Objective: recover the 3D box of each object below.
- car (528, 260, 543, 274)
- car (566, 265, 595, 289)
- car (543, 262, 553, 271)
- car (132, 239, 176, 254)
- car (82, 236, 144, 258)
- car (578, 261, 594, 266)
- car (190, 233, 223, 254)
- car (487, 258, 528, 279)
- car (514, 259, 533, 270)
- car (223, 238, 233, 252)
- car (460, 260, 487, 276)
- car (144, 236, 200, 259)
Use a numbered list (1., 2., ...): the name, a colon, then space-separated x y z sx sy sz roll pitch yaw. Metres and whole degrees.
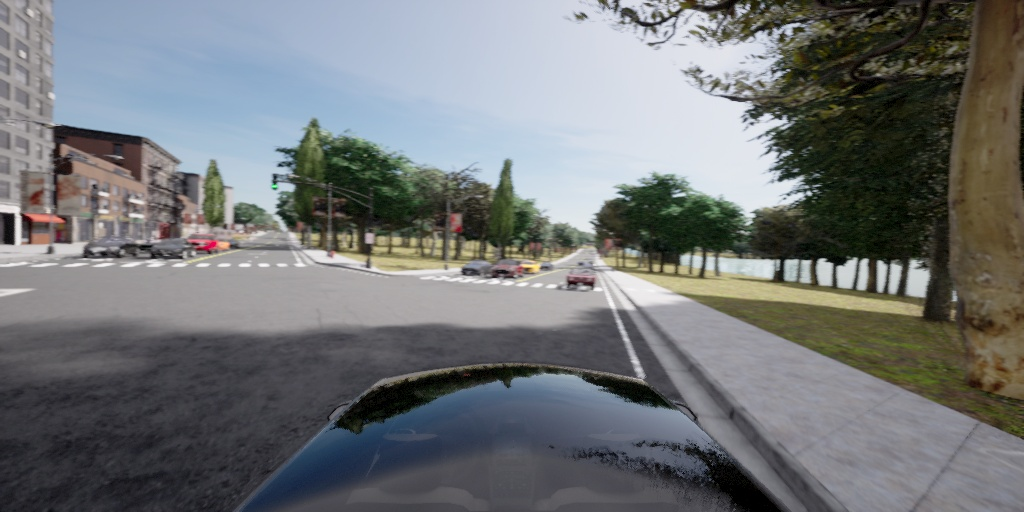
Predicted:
1. car: 1.991 1.297 42.185 1.882 1.535 5.008 3 0 13
2. car: 4.964 1.559 25.547 1.895 1.301 4.718 3 0 13
3. car: 5.611 1.627 58.091 2.033 1.411 5.357 3 0 13
4. car: -33.631 -0.918 33.796 1.895 1.301 4.718 1 2 -32
5. car: -28.485 -0.643 25.630 2.128 1.511 4.902 1 2 -32
6. car: 12.343 1.973 58.415 2.033 1.411 5.357 3 0 13
7. car: -31.235 -1.260 36.116 2.150 2.045 5.566 1 1 -32
8. car: -0.311 1.045 31.879 2.097 1.767 4.553 3 0 13
9. car: 1.874 1.353 56.327 1.882 1.535 5.008 3 0 13
10. car: -35.999 -1.471 43.648 2.097 1.767 4.553 1 1 -32
11. car: -3.168 1.098 33.973 2.033 1.411 5.357 3 0 13
12. car: -25.691 -0.564 27.287 1.837 1.490 4.892 1 2 -32
